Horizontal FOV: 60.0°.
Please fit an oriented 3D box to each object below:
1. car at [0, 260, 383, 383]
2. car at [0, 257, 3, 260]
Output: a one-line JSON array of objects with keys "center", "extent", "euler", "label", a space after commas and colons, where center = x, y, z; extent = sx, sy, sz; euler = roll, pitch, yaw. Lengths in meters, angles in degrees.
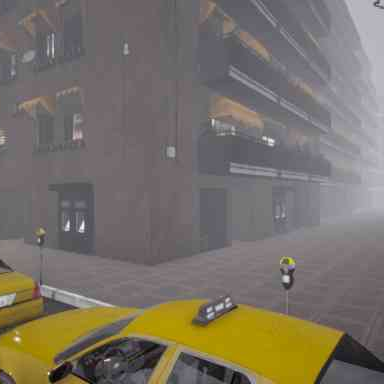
[{"center": [-0.031, 1.525, 2.749], "extent": [4.829, 1.417, 1.752], "euler": [0, 0, 36], "label": "car"}, {"center": [-4.618, 1.527, 6.031], "extent": [4.829, 1.417, 1.752], "euler": [0, 0, 36], "label": "car"}]
